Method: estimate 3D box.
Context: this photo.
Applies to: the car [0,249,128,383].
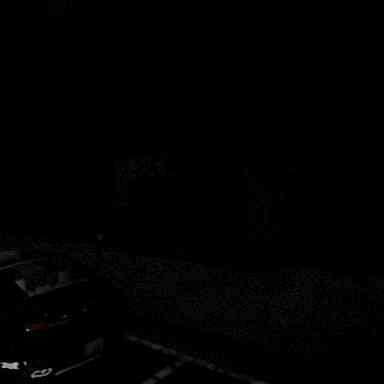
[{"bbox_3d":[-2.923,1.583,5.165,4.403,1.369,2.008,0,0,36],"label":"car"}]
